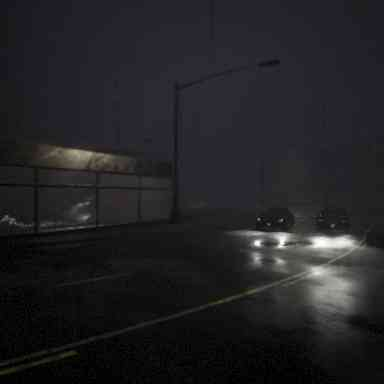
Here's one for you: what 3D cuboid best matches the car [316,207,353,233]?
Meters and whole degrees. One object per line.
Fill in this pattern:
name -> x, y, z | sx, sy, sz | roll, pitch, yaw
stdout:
car -> 9.172, 1.707, 21.406 | 2.128, 1.511, 4.902 | 0, -1, 26

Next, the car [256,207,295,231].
car -> 5.729, 1.721, 22.350 | 1.812, 1.442, 4.674 | 0, -1, 27

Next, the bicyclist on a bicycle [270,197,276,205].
bicyclist on a bicycle -> 17.758, 1.932, 72.597 | 0.582, 1.620, 1.656 | 0, 0, 42

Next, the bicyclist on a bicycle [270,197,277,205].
bicyclist on a bicycle -> 17.544, 2.001, 71.650 | 1.656, 1.620, 0.582 | -8, 3, -13

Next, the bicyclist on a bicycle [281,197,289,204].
bicyclist on a bicycle -> 21.550, 1.992, 77.070 | 1.656, 1.620, 0.582 | 1, 0, 23
